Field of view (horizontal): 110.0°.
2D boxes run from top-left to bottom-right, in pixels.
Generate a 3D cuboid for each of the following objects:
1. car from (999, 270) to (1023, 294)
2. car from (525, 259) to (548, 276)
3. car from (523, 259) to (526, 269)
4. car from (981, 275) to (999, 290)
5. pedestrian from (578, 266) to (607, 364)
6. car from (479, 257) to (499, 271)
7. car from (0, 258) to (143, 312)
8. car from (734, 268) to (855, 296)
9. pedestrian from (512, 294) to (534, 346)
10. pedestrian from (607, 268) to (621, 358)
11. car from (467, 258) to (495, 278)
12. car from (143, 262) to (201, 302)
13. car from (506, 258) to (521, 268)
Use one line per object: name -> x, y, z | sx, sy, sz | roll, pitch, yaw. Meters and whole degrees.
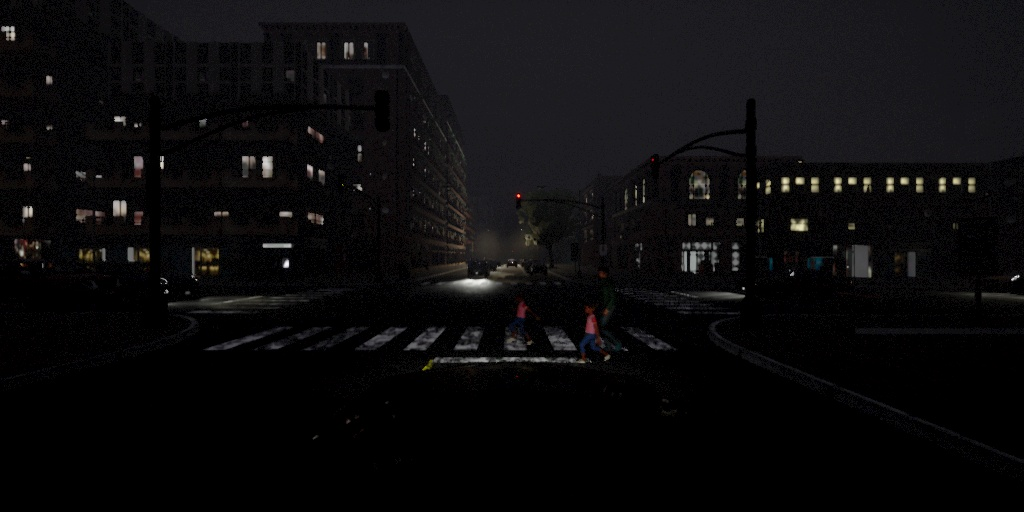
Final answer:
car -> 30.032, 1.233, 19.267 | 4.553, 1.767, 2.097 | 0, 0, 0
car -> 2.683, 1.307, 36.860 | 2.007, 1.370, 4.403 | 0, 0, 0
car -> 2.682, 1.202, 42.558 | 1.967, 1.591, 4.097 | 0, 0, 0
car -> 31.437, 1.412, 21.874 | 4.829, 1.417, 1.751 | 0, 0, 0
pedestrian -> 1.504, 1.041, 6.718 | 0.375, 1.860, 0.375 | 0, 0, 0
car -> -3.098, 1.245, 47.694 | 1.882, 1.535, 5.008 | 0, 0, 0
car -> -17.279, 1.006, 13.137 | 5.009, 1.841, 2.192 | 0, 0, 0
car -> 15.020, 1.361, 19.162 | 5.357, 1.411, 2.033 | 0, 0, 0
pedestrian -> 0.240, 1.040, 7.916 | 0.375, 1.860, 0.375 | 0, 0, 0
pedestrian -> 1.941, 1.040, 7.320 | 0.375, 1.860, 0.375 | 0, 0, 0
car -> -3.100, 1.246, 34.090 | 2.128, 1.511, 4.902 | 0, 0, 0
car -> -16.531, 1.045, 15.752 | 4.553, 1.767, 2.097 | 0, 0, -1
car -> -0.013, 1.280, 63.216 | 2.128, 1.511, 4.902 | 0, 0, 0
